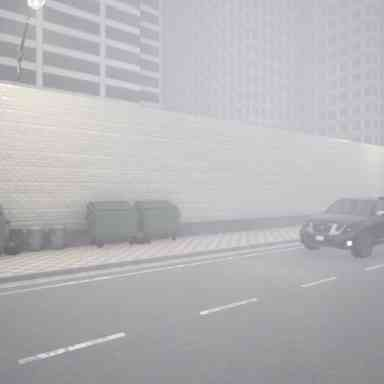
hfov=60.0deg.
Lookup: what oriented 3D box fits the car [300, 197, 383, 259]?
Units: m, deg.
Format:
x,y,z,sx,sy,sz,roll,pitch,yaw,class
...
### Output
x,y,z,sx,sy,sz,roll,pitch,yaw,class
6.606,1.220,13.009,5.566,2.045,2.150,0,0,-36,car
